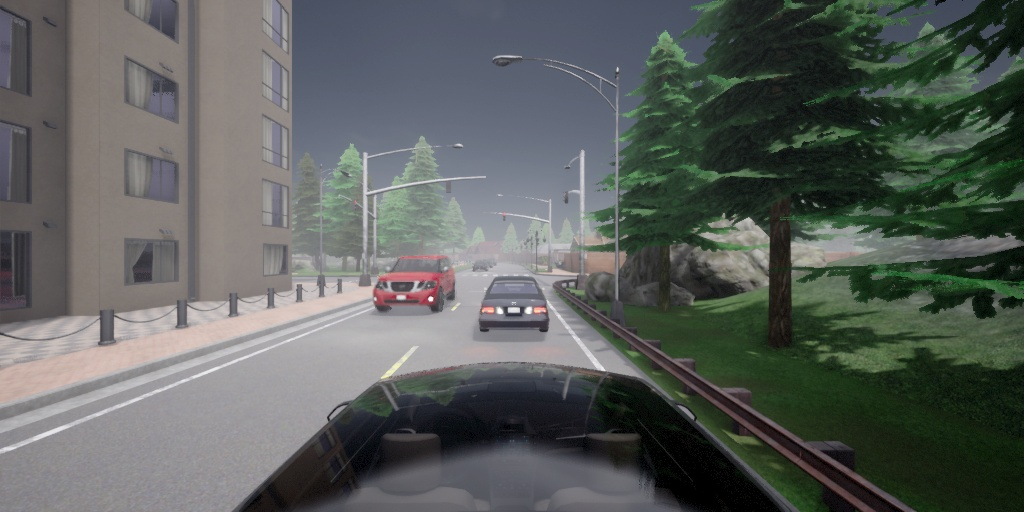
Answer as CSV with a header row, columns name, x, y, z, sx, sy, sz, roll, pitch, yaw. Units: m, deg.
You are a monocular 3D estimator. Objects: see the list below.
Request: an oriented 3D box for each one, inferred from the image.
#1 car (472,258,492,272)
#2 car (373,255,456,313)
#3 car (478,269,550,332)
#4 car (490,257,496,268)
name,x,y,z,sx,sy,sz,roll,pitch,yaw
car,-3.999,1.225,46.360,1.837,1.490,4.892,0,0,0
car,-3.583,0.971,14.286,2.150,2.045,5.566,0,0,0
car,0.068,1.297,10.802,2.033,1.411,5.357,0,0,1
car,-4.063,1.221,57.893,1.837,1.490,4.892,0,1,0
